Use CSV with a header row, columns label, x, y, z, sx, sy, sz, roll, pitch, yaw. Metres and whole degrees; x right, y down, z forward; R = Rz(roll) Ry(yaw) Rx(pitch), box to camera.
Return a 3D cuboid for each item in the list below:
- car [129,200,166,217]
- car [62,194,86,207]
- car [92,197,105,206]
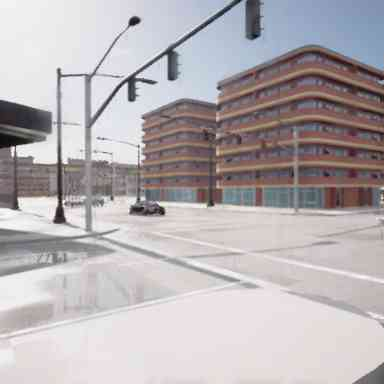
label,x,y,z,sx,sy,sz,roll,pitch,yaw
car,-4.135,1.465,30.707,1.994,1.385,4.181,0,0,-36
car,-16.964,1.430,48.146,1.812,1.442,4.674,-1,0,-36
car,-15.293,1.427,51.912,2.033,1.411,5.357,0,0,-36
